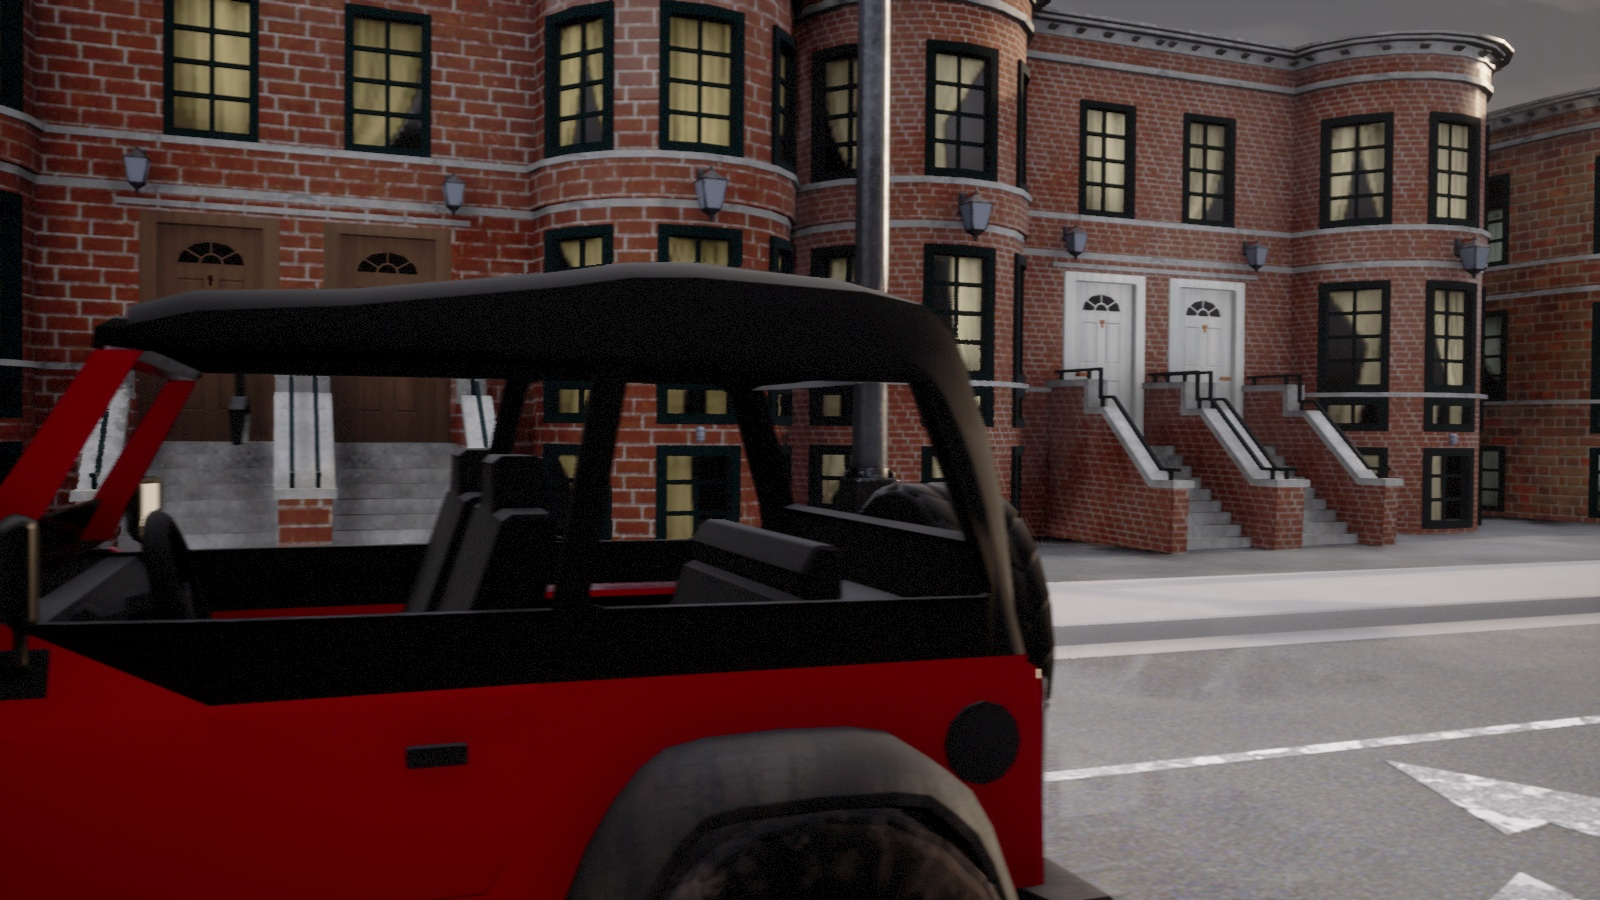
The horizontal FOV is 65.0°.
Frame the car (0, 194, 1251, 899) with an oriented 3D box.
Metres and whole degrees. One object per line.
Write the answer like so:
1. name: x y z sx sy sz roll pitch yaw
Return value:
1. car: -1.221 0.562 2.778 3.866 1.878 1.905 -1 1 -21
